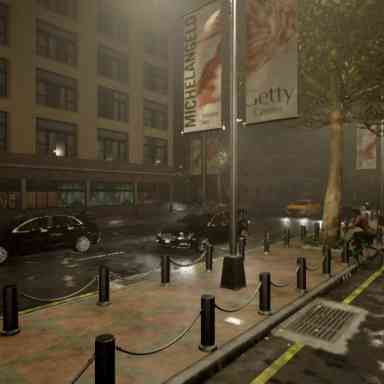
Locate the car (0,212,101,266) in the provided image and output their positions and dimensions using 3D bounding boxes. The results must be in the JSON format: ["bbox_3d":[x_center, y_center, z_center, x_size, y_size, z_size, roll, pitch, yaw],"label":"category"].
[{"bbox_3d":[-5.570,1.506,11.695,1.837,1.490,4.892,0,0,40],"label":"car"}]

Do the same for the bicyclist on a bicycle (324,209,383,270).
[{"bbox_3d":[4.791,1.332,9.732,1.656,1.620,0.582,17,11,40],"label":"bicyclist on a bicycle"}]

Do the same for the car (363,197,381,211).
[{"bbox_3d":[22.354,1.351,40.033,2.097,1.767,4.553,0,0,39],"label":"car"}]

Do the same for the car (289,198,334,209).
[{"bbox_3d":[16.013,1.547,44.835,5.357,1.411,2.033,0,0,1],"label":"car"}]

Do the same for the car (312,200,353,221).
[{"bbox_3d":[11.750,1.564,27.190,1.994,1.385,4.181,0,0,40],"label":"car"}]

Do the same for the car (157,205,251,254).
[{"bbox_3d":[0.659,1.504,13.751,1.837,1.490,4.892,0,0,40],"label":"car"}]

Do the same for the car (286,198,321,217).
[{"bbox_3d":[10.550,1.478,31.234,1.882,1.535,5.008,0,0,40],"label":"car"}]

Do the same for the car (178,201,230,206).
[{"bbox_3d":[1.650,1.492,20.401,2.128,1.511,4.902,0,0,40],"label":"car"}]

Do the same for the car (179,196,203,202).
[{"bbox_3d":[-0.048,1.504,54.682,4.892,1.490,1.837,0,0,38],"label":"car"}]

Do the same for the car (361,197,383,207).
[{"bbox_3d":[29.212,1.547,53.795,2.033,1.411,5.357,0,0,40],"label":"car"}]
